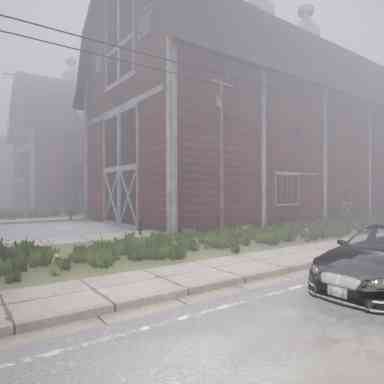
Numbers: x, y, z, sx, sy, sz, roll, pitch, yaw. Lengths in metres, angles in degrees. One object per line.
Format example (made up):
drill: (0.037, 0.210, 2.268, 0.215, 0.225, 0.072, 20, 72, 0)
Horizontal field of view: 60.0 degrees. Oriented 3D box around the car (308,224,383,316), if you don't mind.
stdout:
car: (4.521, 1.464, 7.216, 4.902, 1.511, 2.128, 0, 0, -36)
